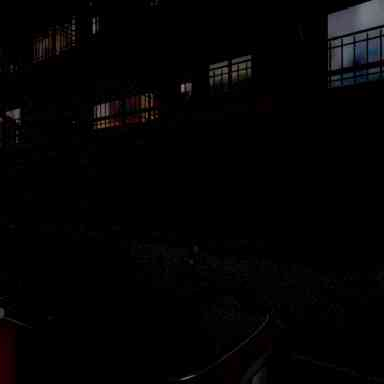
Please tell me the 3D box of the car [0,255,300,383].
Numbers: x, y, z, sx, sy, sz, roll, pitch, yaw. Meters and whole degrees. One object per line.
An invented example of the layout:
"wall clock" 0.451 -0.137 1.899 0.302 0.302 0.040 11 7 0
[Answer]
"car" -1.070 1.440 3.630 4.097 1.590 1.967 0 0 35
